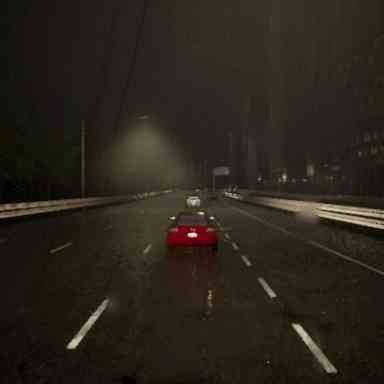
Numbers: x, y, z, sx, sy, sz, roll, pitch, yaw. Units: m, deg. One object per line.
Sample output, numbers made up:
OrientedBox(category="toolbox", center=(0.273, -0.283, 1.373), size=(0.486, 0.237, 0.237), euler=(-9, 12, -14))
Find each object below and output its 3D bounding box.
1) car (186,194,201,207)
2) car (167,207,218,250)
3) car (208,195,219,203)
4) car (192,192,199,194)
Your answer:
OrientedBox(category="car", center=(0.219, 1.383, 44.237), size=(1.812, 1.442, 4.674), euler=(0, 0, 1))
OrientedBox(category="car", center=(0.024, 1.546, 14.253), size=(1.994, 1.385, 4.181), euler=(0, 0, 0))
OrientedBox(category="car", center=(4.030, 1.246, 62.482), size=(2.128, 1.511, 4.902), euler=(0, 1, 1))
OrientedBox(category="car", center=(0.432, 1.300, 62.759), size=(2.033, 1.411, 5.357), euler=(0, 1, 1))
